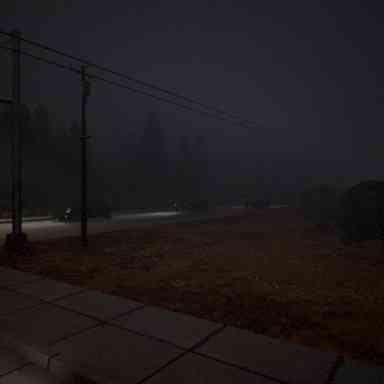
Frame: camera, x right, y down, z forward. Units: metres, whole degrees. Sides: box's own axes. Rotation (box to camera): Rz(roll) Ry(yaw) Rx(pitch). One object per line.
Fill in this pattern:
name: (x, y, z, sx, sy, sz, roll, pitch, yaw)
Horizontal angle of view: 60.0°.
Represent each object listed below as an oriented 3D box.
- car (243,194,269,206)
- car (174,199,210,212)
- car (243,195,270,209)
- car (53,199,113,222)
car: (9.898, 1.201, 51.054, 2.097, 1.767, 4.553, 0, 0, 37)
car: (0.037, 1.524, 37.903, 1.895, 1.301, 4.718, 0, 0, 37)
car: (8.428, 1.467, 43.024, 1.895, 1.301, 4.718, 0, 0, 37)
car: (-8.580, 1.352, 26.290, 2.097, 1.767, 4.553, 0, 0, 37)
